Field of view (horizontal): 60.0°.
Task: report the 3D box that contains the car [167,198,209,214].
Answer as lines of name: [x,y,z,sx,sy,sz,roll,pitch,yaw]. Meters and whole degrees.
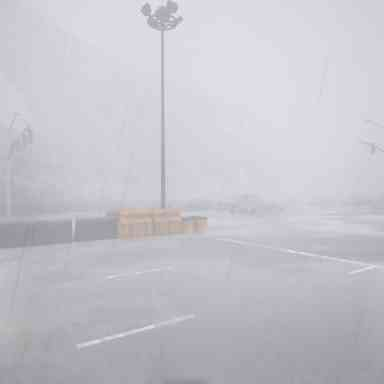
car: [0.285,1.428,34.332,4.902,1.511,2.128,0,0,-36]

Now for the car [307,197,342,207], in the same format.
car: [18.518,1.384,47.386,5.357,1.411,2.033,0,0,-36]

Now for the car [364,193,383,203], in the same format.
car: [34.910,1.092,63.309,4.553,1.767,2.097,0,0,-36]

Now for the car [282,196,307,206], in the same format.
car: [14.043,1.341,48.486,4.902,1.511,2.128,0,0,-36]

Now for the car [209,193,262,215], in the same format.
car: [4.780,1.145,33.246,5.566,2.045,2.150,0,0,-36]

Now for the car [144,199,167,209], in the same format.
car: [-3.007,1.468,36.264,4.674,1.442,1.812,0,0,-36]

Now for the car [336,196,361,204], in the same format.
car: [27.332,1.378,57.952,4.718,1.301,1.895,0,0,-35]

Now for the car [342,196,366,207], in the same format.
car: [22.582,1.317,45.988,4.902,1.511,2.128,0,0,-36]

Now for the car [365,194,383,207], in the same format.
car: [25.487,1.368,43.762,5.357,1.411,2.033,0,0,-36]

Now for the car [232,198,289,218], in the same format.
car: [6.195,1.528,29.954,4.718,1.301,1.895,0,0,-36]
